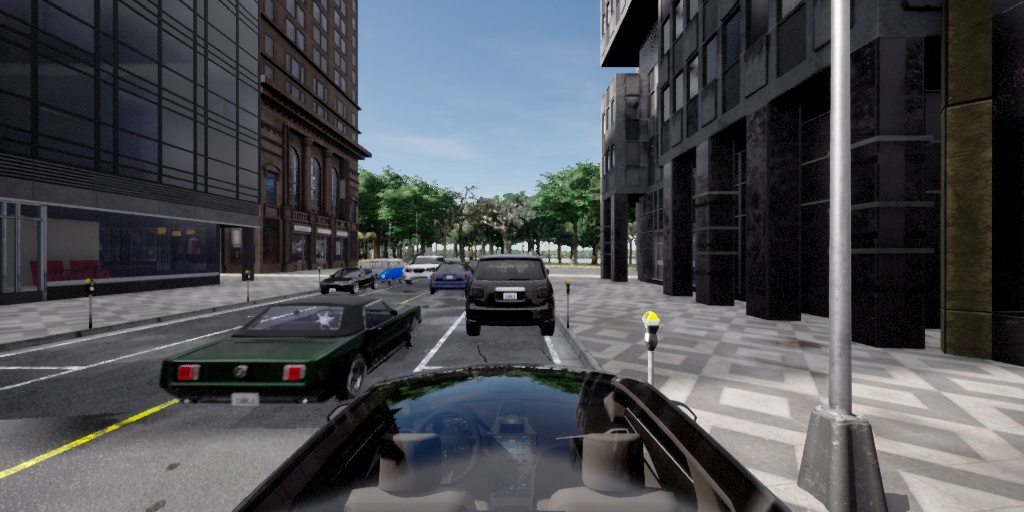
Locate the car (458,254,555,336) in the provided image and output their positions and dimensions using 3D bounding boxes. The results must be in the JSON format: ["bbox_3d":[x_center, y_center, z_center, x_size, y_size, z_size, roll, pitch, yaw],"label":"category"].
[{"bbox_3d":[-0.039,0.970,10.530,2.150,2.045,5.566,0,0,0],"label":"car"}]

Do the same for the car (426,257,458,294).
[{"bbox_3d":[-3.145,1.103,20.182,2.097,1.767,4.553,0,0,0],"label":"car"}]

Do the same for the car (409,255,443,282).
[{"bbox_3d":[-6.246,0.974,26.651,2.150,2.045,5.566,0,0,0],"label":"car"}]

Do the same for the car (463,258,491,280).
[{"bbox_3d":[-3.057,1.106,32.241,2.097,1.767,4.553,0,0,0],"label":"car"}]

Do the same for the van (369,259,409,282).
[{"bbox_3d":[-8.908,1.093,25.423,1.690,1.789,3.998,0,0,0],"label":"van"}]

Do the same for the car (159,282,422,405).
[{"bbox_3d":[-3.033,1.351,6.322,1.895,1.301,4.718,0,0,0],"label":"car"}]

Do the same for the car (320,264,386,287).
[{"bbox_3d":[-8.908,1.317,19.986,1.948,1.339,4.313,0,0,0],"label":"car"}]
